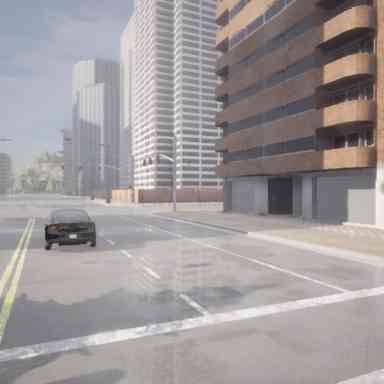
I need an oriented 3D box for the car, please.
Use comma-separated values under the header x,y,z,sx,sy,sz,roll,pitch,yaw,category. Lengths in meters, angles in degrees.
x,y,z,sx,sy,sz,roll,pitch,yaw,category
-5.326,1.453,14.331,1.882,1.535,5.008,0,0,-24,car
